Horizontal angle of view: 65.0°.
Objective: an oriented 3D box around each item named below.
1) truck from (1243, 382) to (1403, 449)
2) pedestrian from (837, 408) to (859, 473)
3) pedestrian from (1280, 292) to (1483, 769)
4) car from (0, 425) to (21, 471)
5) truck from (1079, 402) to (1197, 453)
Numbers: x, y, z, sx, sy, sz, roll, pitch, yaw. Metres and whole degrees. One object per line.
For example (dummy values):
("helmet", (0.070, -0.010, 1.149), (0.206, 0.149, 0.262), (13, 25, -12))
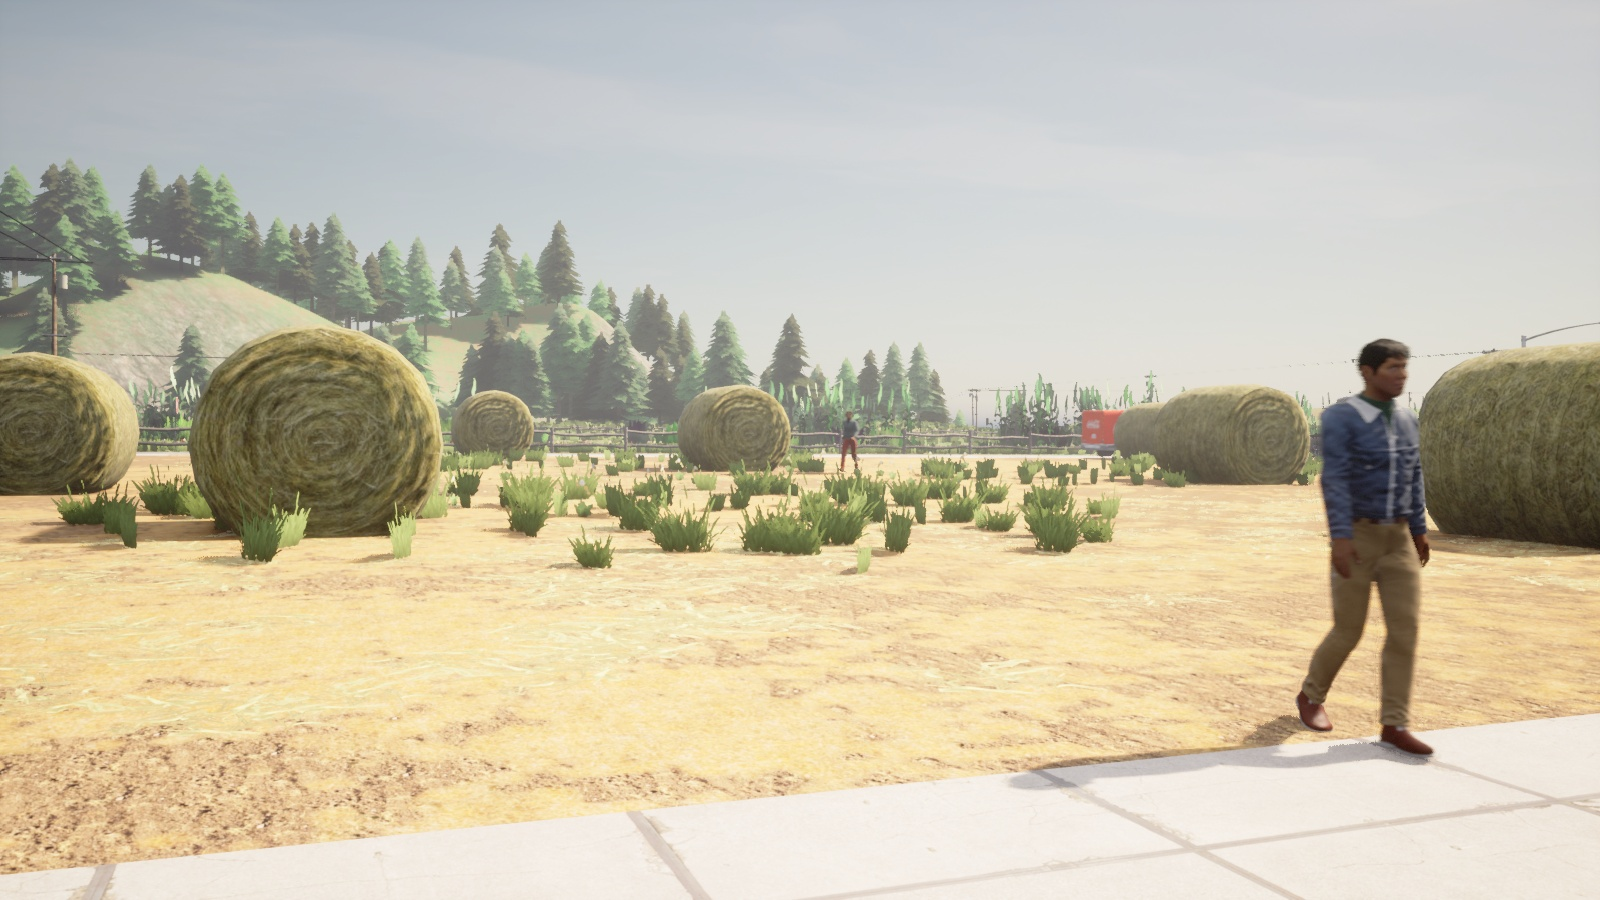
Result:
("truck", (28.180, -1.856, 67.656), (7.936, 3.462, 2.891), (-1, 1, -17))
("pedestrian", (1.368, -0.274, 35.594), (0.353, 1.847, 0.614), (0, 1, 31))
("pedestrian", (2.550, 0.322, 5.562), (0.423, 1.949, 0.788), (-1, 1, -12))
("car", (-34.305, -0.057, 51.578), (3.866, 1.878, 1.905), (-1, 1, -31))
("truck", (17.291, -1.169, 64.340), (5.204, 2.467, 2.627), (-1, 1, -17))
